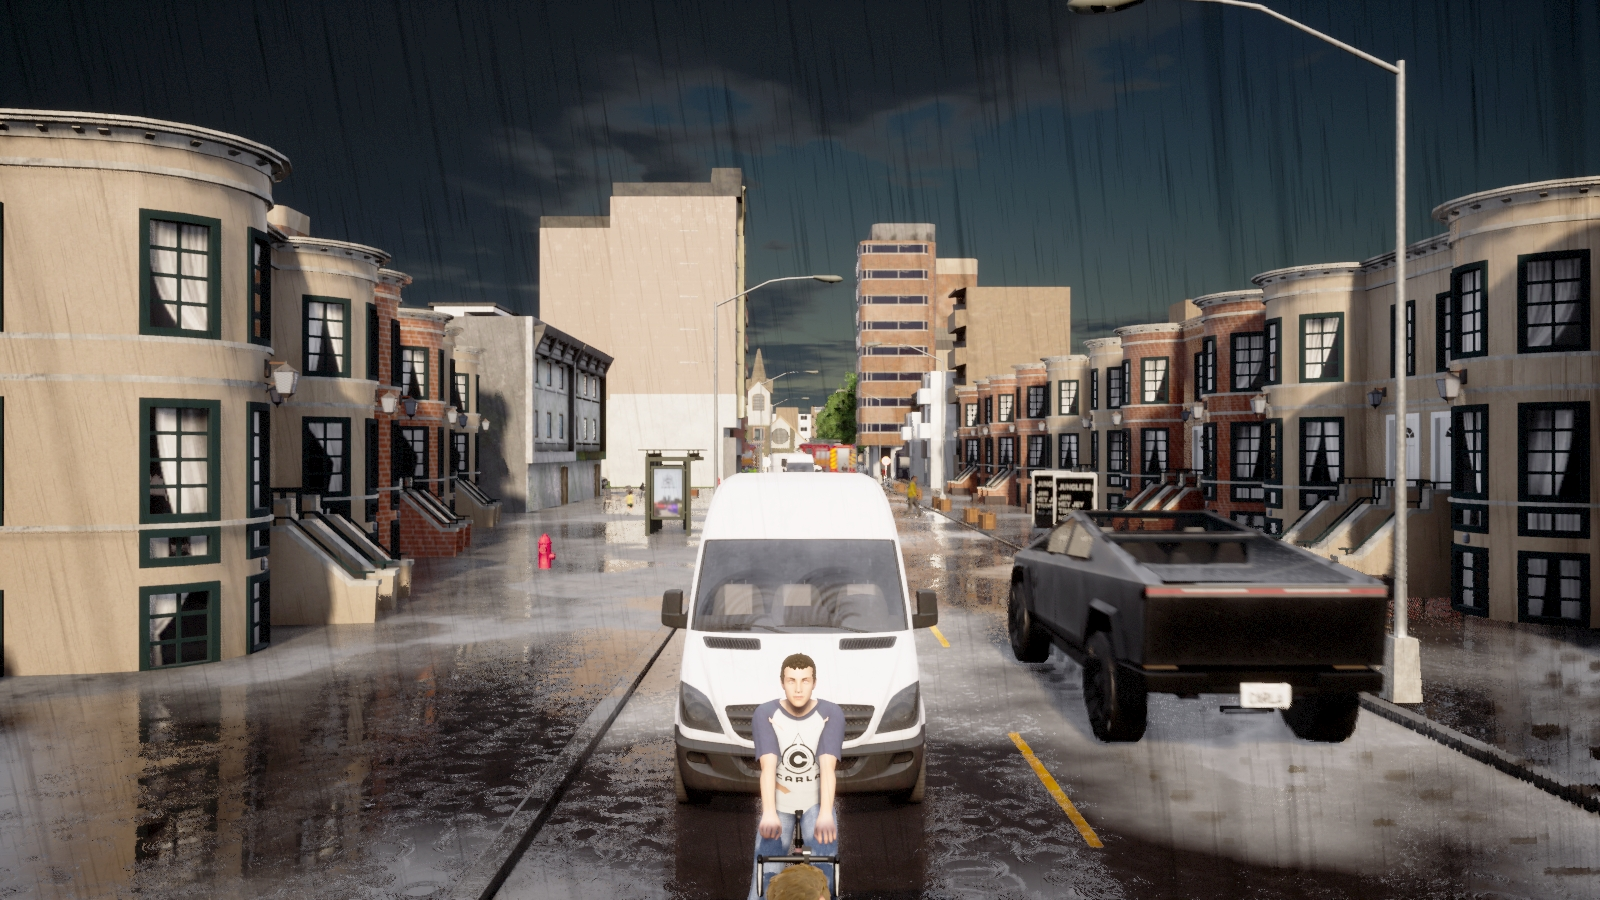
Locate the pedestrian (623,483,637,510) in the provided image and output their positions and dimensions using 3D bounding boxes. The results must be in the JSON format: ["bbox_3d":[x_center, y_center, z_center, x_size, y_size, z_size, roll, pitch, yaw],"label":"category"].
[{"bbox_3d":[-7.055,1.927,47.356,0.500,1.100,0.500,0,0,2],"label":"pedestrian"}]

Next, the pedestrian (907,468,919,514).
[{"bbox_3d":[4.597,1.647,46.340,0.375,1.860,0.375,0,0,24],"label":"pedestrian"}]

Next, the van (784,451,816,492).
[{"bbox_3d":[0.034,1.343,73.539,1.988,2.561,5.915,0,0,0],"label":"van"}]

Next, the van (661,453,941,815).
[{"bbox_3d":[0.003,1.319,11.084,1.988,2.561,5.915,0,0,0],"label":"van"}]

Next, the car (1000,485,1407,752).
[{"bbox_3d":[4.001,1.539,12.915,2.390,2.098,6.274,0,0,0],"label":"car"}]
